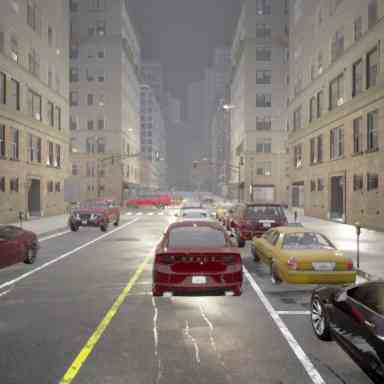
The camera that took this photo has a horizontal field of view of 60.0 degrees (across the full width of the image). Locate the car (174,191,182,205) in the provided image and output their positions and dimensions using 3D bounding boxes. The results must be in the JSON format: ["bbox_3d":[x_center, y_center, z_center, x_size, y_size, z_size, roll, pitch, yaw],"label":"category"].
[{"bbox_3d":[-3.112,1.204,51.752,2.097,1.767,4.553,0,0,2],"label":"car"}]

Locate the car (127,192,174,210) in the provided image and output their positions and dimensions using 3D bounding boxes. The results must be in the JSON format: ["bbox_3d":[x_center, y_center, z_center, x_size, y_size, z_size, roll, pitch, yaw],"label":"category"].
[{"bbox_3d":[-5.325,1.140,40.937,5.566,2.045,2.150,0,0,0],"label":"car"}]

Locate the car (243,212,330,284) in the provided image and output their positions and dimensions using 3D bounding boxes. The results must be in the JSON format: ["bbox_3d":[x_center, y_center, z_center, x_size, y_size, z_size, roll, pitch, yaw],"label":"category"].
[{"bbox_3d":[2.773,1.520,9.315,1.752,1.417,4.829,0,0,0],"label":"car"}]

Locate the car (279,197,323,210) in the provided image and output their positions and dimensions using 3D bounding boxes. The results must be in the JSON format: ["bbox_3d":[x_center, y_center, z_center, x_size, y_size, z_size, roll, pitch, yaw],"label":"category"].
[{"bbox_3d":[13.378,1.383,40.998,4.892,1.490,1.837,0,0,0],"label":"car"}]

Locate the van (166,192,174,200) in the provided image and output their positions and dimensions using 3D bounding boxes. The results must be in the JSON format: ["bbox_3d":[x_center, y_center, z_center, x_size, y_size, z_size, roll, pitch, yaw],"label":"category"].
[{"bbox_3d":[-5.693,0.968,85.037,1.690,1.788,3.998,1,0,0],"label":"van"}]

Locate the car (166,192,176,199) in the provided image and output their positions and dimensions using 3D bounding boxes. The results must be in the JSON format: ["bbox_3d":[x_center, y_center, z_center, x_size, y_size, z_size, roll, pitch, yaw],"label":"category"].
[{"bbox_3d":[-5.689,0.899,90.460,2.192,1.841,5.009,1,0,0],"label":"car"}]

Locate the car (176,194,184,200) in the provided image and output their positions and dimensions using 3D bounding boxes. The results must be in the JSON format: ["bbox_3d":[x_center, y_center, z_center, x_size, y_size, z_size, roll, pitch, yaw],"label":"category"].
[{"bbox_3d":[-2.943,1.184,80.755,1.812,1.442,4.674,0,0,0],"label":"car"}]

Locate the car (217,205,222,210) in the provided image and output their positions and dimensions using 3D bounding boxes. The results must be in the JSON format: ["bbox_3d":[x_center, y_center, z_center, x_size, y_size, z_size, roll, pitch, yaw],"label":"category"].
[{"bbox_3d":[2.781,1.558,20.250,1.802,1.307,4.206,0,0,0],"label":"car"}]

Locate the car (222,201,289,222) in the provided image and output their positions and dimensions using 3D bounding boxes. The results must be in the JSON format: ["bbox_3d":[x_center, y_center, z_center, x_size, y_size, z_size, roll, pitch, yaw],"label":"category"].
[{"bbox_3d":[2.777,1.302,14.699,2.192,1.841,5.009,0,0,0],"label":"car"}]

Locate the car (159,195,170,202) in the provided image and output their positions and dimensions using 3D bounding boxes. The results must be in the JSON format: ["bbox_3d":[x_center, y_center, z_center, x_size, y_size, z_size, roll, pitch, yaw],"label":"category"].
[{"bbox_3d":[-5.708,1.292,68.769,1.887,1.381,4.507,1,0,0],"label":"car"}]

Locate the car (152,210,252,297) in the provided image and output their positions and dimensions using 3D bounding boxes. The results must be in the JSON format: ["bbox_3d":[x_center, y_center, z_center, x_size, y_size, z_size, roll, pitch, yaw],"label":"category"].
[{"bbox_3d":[0.078,1.473,8.632,1.882,1.535,5.008,0,0,-1],"label":"car"}]

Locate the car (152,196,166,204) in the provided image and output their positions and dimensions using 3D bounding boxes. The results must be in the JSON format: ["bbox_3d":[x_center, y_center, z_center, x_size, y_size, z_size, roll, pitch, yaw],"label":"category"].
[{"bbox_3d":[-5.716,1.361,57.922,1.887,1.381,4.507,0,0,0],"label":"car"}]

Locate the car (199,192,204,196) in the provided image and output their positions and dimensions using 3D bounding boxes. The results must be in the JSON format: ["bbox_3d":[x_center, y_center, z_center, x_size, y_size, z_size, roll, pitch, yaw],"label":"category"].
[{"bbox_3d":[2.818,1.271,68.924,1.752,1.417,4.829,1,0,0],"label":"car"}]

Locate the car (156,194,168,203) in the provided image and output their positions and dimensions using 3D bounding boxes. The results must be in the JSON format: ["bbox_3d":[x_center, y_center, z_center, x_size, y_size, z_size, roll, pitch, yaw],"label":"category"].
[{"bbox_3d":[-5.711,1.224,63.345,1.967,1.590,4.097,1,0,0],"label":"car"}]

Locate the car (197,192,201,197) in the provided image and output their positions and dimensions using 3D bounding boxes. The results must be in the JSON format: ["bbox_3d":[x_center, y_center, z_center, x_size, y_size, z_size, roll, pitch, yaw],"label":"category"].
[{"bbox_3d":[2.825,1.250,79.604,1.802,1.307,4.206,1,0,0],"label":"car"}]

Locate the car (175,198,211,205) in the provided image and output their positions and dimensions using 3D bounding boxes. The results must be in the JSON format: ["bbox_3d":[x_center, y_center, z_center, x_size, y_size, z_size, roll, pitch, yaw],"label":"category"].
[{"bbox_3d":[0.091,1.454,25.300,2.128,1.511,4.902,0,0,0],"label":"car"}]

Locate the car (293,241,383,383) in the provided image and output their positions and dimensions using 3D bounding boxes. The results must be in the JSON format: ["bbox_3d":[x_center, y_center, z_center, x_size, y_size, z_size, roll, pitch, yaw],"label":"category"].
[{"bbox_3d":[2.767,1.566,3.594,1.947,1.339,4.313,0,0,0],"label":"car"}]

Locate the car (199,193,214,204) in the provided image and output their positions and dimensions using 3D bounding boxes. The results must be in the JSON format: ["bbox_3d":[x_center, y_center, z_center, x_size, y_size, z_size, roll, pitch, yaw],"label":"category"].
[{"bbox_3d":[2.809,1.367,57.908,2.008,1.369,4.403,0,0,0],"label":"car"}]

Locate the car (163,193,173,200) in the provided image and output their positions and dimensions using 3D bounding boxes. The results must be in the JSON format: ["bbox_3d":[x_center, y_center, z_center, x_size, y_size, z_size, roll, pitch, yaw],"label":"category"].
[{"bbox_3d":[-5.698,1.108,79.615,1.967,1.590,4.097,1,0,0],"label":"car"}]

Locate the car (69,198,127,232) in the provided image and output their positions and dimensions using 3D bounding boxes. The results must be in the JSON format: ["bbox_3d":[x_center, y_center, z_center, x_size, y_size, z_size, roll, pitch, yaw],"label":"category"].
[{"bbox_3d":[-5.744,1.291,20.264,2.192,1.841,5.009,0,0,0],"label":"car"}]

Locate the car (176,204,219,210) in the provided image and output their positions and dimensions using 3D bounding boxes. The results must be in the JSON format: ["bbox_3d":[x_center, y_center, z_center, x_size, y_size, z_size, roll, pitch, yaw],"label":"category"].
[{"bbox_3d":[0.110,1.510,16.158,1.812,1.442,4.674,0,0,0],"label":"car"}]

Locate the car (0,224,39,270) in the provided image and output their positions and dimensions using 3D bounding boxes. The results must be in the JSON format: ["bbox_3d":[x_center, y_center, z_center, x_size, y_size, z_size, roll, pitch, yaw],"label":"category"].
[{"bbox_3d":[-5.754,1.577,9.158,1.802,1.307,4.206,0,0,0],"label":"car"}]

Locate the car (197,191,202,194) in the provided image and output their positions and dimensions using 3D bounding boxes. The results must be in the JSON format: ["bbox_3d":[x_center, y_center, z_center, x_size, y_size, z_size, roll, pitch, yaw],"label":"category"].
[{"bbox_3d":[2.835,1.024,90.448,1.967,1.590,4.097,1,0,0],"label":"car"}]
